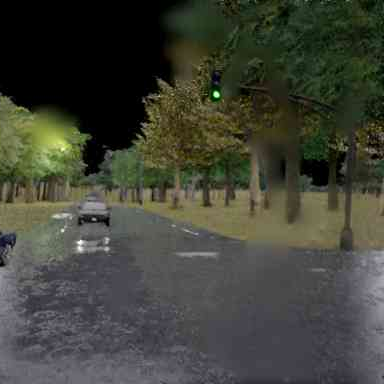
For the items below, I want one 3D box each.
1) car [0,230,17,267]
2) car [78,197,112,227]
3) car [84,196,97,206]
[{"bbox_3d":[-5.565,1.428,7.553,1.895,1.301,4.718,0,2,-14],"label":"car"},{"bbox_3d":[-6.442,1.352,22.075,1.882,1.535,5.008,3,-1,-16],"label":"car"},{"bbox_3d":[-17.152,1.500,56.070,2.033,1.411,5.357,3,-1,-18],"label":"car"}]
